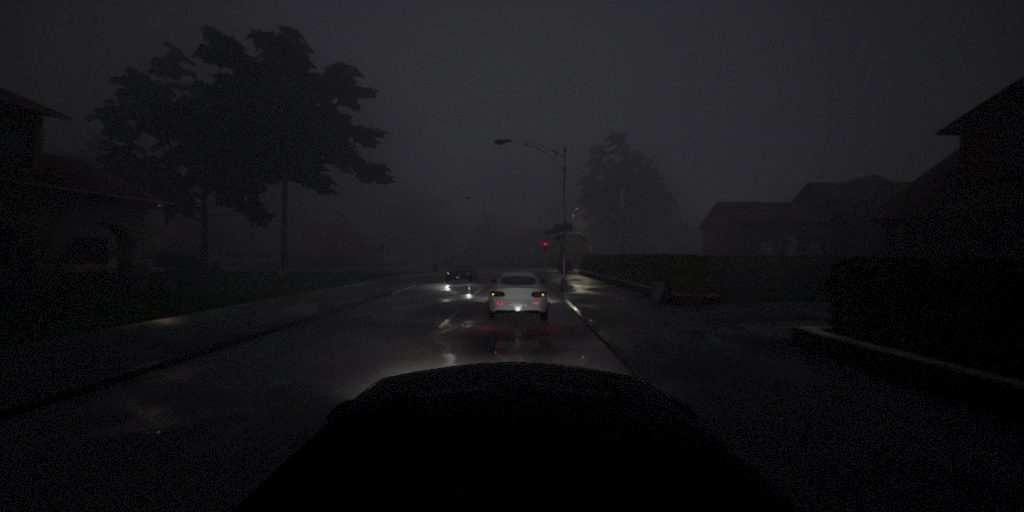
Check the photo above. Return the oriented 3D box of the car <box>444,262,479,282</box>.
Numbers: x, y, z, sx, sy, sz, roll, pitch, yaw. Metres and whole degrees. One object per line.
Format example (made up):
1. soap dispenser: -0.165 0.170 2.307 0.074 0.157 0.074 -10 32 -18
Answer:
1. car: -3.656 1.155 26.632 1.812 1.442 4.674 0 0 1

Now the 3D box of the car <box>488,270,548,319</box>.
1. car: 0.213 1.217 12.345 1.812 1.442 4.674 0 0 1
